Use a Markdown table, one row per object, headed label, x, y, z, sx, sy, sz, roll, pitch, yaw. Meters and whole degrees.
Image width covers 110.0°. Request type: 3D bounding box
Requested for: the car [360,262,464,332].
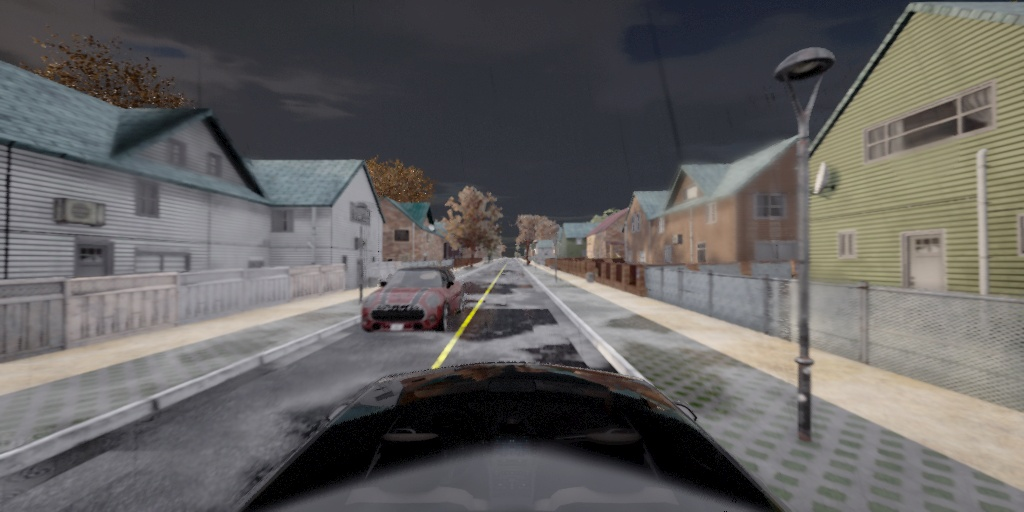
| label | x | y | z | sx | sy | sz | roll | pitch | yaw |
| --- | --- | --- | --- | --- | --- | --- | --- | --- | --- |
| car | -2.748 | 1.104 | 10.810 | 2.097 | 1.767 | 4.553 | 0 | 0 | 0 |
